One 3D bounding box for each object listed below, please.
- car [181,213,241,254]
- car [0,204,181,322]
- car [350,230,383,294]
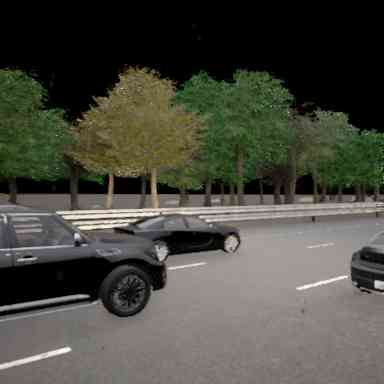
[{"bbox_3d":[-0.405,1.504,12.050,5.008,1.535,1.882,0,0,-35],"label":"car"},{"bbox_3d":[-3.161,1.224,5.791,5.566,2.045,2.150,0,0,-35],"label":"car"},{"bbox_3d":[5.612,1.543,7.741,4.892,1.490,1.837,0,0,-35],"label":"car"}]
